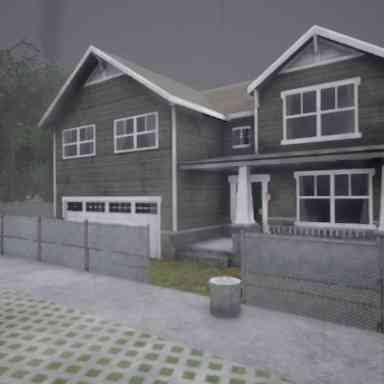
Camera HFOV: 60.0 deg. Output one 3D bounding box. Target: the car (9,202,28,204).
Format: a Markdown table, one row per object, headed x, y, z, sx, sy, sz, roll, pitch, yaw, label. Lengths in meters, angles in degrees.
| x | y | z | sx | sy | sz | roll | pitch | yaw | label |
| --- | --- | --- | --- | --- | --- | --- | --- | --- | --- |
| -16.903 | 1.683 | 31.527 | 4.902 | 1.511 | 2.128 | 0 | 0 | -32 | car |
